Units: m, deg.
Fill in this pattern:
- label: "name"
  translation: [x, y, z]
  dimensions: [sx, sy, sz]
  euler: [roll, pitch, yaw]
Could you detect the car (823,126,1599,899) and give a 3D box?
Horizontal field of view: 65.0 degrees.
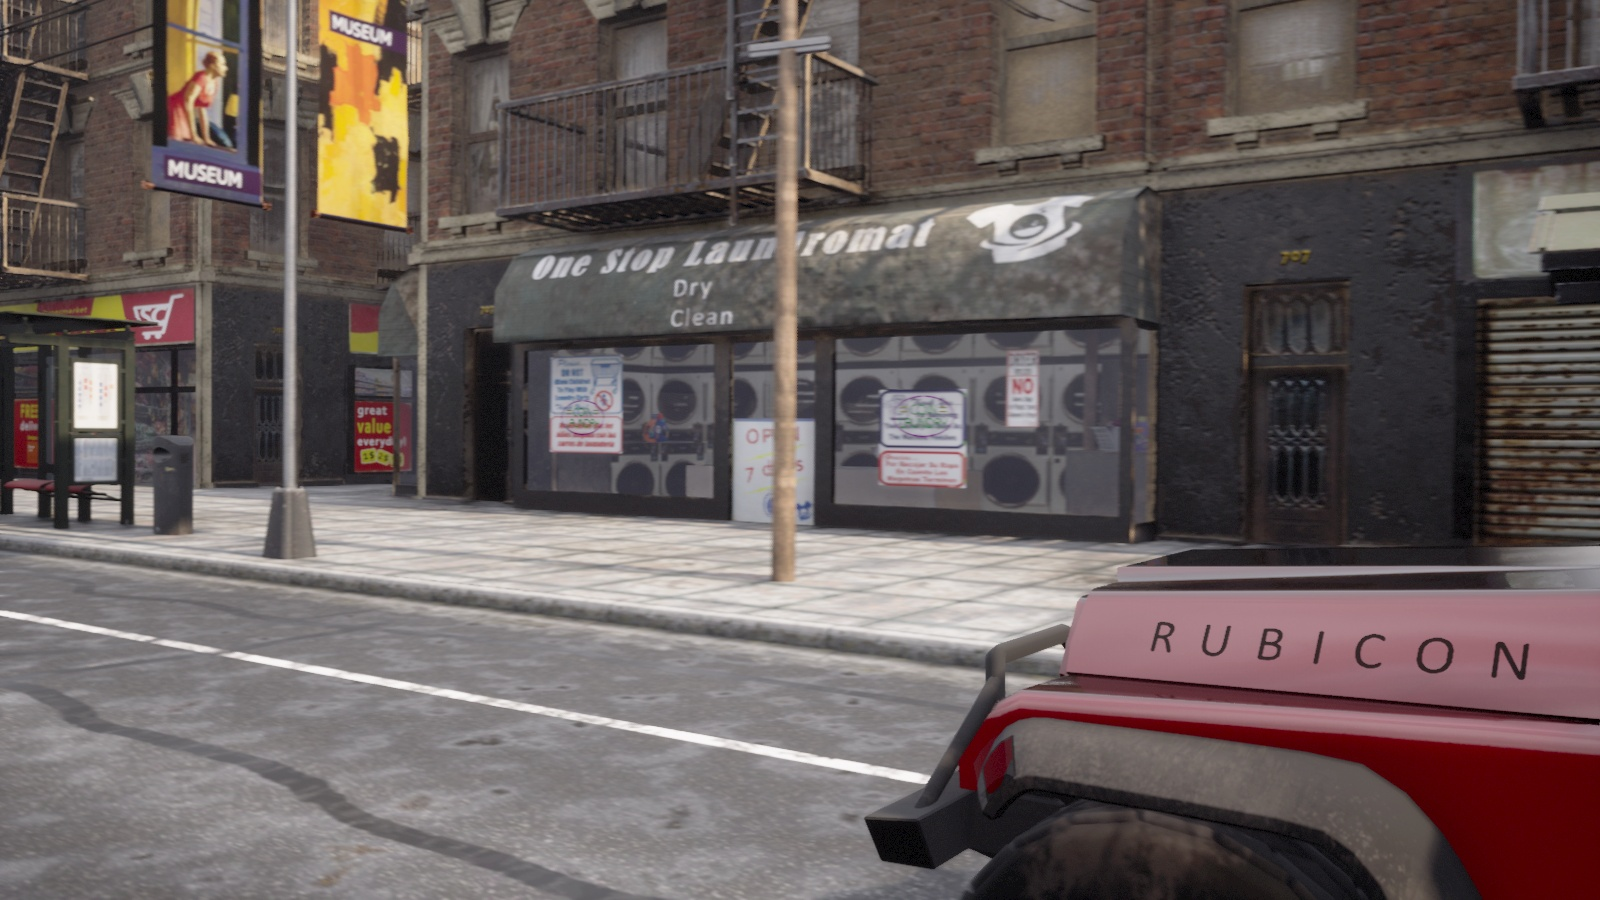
- label: "car"
  translation: [2.189, 0.478, 2.165]
  dimensions: [3.866, 1.878, 1.905]
  euler: [0, 1, 34]
